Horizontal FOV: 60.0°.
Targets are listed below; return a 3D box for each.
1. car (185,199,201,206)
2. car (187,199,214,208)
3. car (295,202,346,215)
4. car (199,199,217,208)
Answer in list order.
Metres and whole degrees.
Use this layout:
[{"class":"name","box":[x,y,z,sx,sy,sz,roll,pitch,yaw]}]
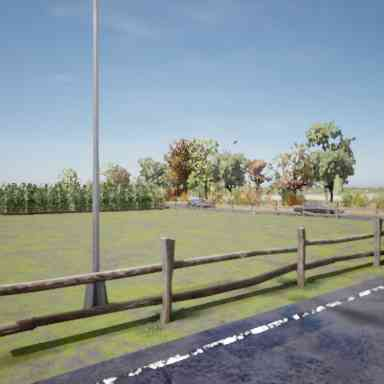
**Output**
[{"class":"car","box":[0.251,2.185,70.340,2.128,1.511,4.902,-1,0,-16]},{"class":"car","box":[1.226,2.136,57.114,2.033,1.411,5.357,-1,0,-21]},{"class":"car","box":[13.666,1.816,35.796,2.033,1.411,5.357,-1,0,-35]},{"class":"car","box":[2.900,2.124,61.059,1.812,1.442,4.674,-1,-1,-17]}]
